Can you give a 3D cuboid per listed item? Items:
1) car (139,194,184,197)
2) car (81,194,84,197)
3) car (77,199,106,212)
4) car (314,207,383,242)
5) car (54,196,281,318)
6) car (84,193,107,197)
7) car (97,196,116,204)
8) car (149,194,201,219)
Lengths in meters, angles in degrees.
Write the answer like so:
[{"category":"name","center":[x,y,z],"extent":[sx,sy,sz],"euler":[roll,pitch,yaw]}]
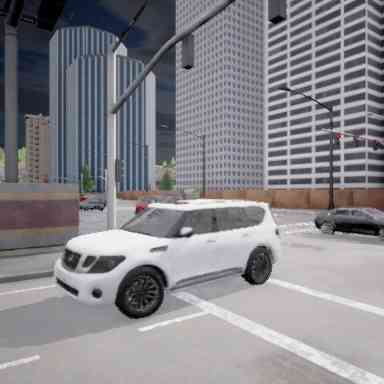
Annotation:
[{"category":"car","center":[-2.420,1.221,25.583],"extent":[2.150,2.045,5.566],"euler":[0,0,-35]},{"category":"car","center":[-19.163,1.222,61.829],"extent":[2.150,2.045,5.566],"euler":[0,0,-35]},{"category":"car","center":[-11.764,1.565,38.852],"extent":[1.994,1.385,4.181],"euler":[0,0,-35]},{"category":"car","center":[8.411,1.493,16.292],"extent":[2.128,1.511,4.902],"euler":[0,0,-35]},{"category":"car","center":[-0.185,1.222,7.816],"extent":[5.566,2.045,2.150],"euler":[0,1,-40]},{"category":"car","center":[-12.834,1.221,46.472],"extent":[2.150,2.045,5.566],"euler":[0,0,-35]},{"category":"car","center":[-16.571,1.547,64.210],"extent":[2.033,1.411,5.357],"euler":[0,0,-34]},{"category":"car","center":[-1.663,1.222,30.583],"extent":[2.150,2.045,5.566],"euler":[0,0,-35]}]
